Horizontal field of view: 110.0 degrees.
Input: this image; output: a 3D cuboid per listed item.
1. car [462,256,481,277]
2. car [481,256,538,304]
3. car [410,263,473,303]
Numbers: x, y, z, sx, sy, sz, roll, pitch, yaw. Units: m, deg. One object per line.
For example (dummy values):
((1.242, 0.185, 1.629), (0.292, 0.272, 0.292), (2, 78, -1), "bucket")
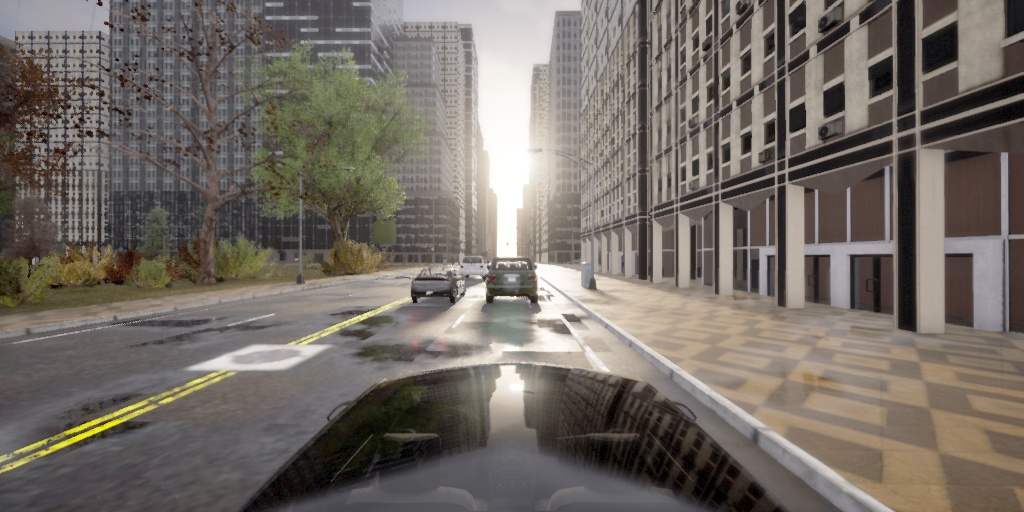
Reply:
((-3.250, 1.025, 31.531), (2.150, 2.045, 5.566), (0, 0, 0), "car")
((0.000, 1.009, 16.530), (2.150, 2.045, 5.566), (0, 0, 0), "car")
((-3.250, 1.246, 16.499), (2.128, 1.511, 4.902), (0, 0, 0), "car")
